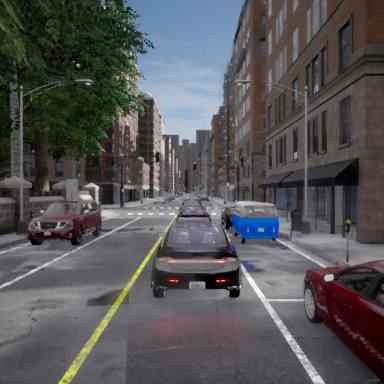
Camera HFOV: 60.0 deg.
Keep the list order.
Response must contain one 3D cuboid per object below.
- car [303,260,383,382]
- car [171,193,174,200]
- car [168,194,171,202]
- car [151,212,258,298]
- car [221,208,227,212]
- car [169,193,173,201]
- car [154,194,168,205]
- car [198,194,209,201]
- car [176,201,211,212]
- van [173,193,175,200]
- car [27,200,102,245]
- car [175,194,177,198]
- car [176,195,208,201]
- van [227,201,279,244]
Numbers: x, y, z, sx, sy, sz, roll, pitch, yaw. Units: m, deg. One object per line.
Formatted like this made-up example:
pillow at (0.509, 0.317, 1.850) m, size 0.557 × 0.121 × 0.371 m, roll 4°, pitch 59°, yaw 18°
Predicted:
car at (2.853, 1.545, 4.286) m, size 1.887 × 1.381 × 4.507 m, roll 0°, pitch 0°, yaw 0°
car at (-5.699, 1.513, 75.605) m, size 1.887 × 1.381 × 4.507 m, roll 0°, pitch 0°, yaw 0°
car at (-5.695, 1.520, 64.703) m, size 2.008 × 1.369 × 4.403 m, roll 0°, pitch 0°, yaw 0°
car at (0.097, 1.492, 8.508) m, size 2.128 × 1.511 × 4.902 m, roll 0°, pitch 0°, yaw 0°
car at (2.847, 1.563, 21.267) m, size 1.947 × 1.339 × 4.313 m, roll 0°, pitch 0°, yaw 0°
car at (-5.697, 1.513, 70.154) m, size 1.887 × 1.381 × 4.507 m, roll 0°, pitch 0°, yaw 0°
car at (-5.693, 1.497, 59.083) m, size 1.752 × 1.417 × 4.829 m, roll 0°, pitch 0°, yaw 0°
car at (2.825, 1.408, 75.644) m, size 1.967 × 1.590 × 4.097 m, roll 0°, pitch 0°, yaw 0°
car at (0.091, 1.490, 18.447) m, size 2.128 × 1.511 × 4.902 m, roll 0°, pitch 0°, yaw 0°
van at (-5.702, 1.309, 81.056) m, size 1.690 × 1.788 × 3.998 m, roll 0°, pitch 0°, yaw 0°
car at (-5.676, 1.314, 15.564) m, size 2.192 × 1.841 × 5.009 m, roll 0°, pitch 0°, yaw 0°
car at (-5.704, 1.521, 86.506) m, size 2.008 × 1.369 × 4.403 m, roll 0°, pitch 0°, yaw 0°
car at (-0.012, 1.346, 27.624) m, size 2.097 × 1.767 × 4.553 m, roll 0°, pitch 0°, yaw 0°
van at (2.849, 1.341, 15.607) m, size 1.690 × 1.788 × 3.998 m, roll 0°, pitch 0°, yaw 0°
